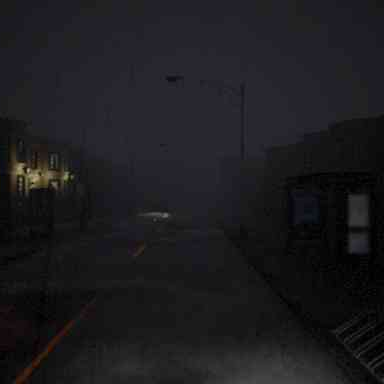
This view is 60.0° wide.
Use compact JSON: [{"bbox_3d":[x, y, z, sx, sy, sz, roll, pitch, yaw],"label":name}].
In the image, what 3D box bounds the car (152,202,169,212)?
[{"bbox_3d":[-4.087,1.983,44.429,1.994,1.385,4.181,0,-1,0],"label":"car"}]
